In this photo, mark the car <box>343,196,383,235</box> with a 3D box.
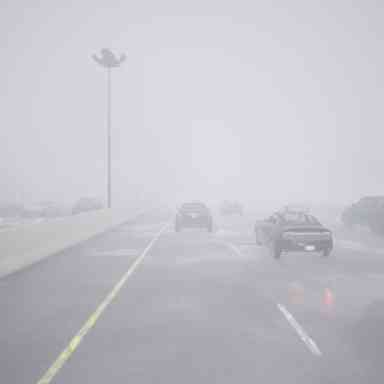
[{"bbox_3d":[10.600,1.223,18.805,2.150,2.045,5.566,0,0,0],"label":"car"}]

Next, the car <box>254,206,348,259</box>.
[{"bbox_3d":[3.601,1.492,12.583,2.128,1.511,4.902,0,0,0],"label":"car"}]

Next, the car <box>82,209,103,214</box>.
[{"bbox_3d":[-10.594,1.354,33.851,2.097,1.767,4.553,0,0,0],"label":"car"}]

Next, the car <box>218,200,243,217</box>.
[{"bbox_3d":[3.602,1.493,31.312,2.128,1.511,4.902,0,0,0],"label":"car"}]

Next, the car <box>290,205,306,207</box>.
[{"bbox_3d":[7.103,1.602,23.494,1.895,1.301,4.718,0,0,0],"label":"car"}]

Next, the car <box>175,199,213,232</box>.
[{"bbox_3d":[0.103,1.353,20.341,2.097,1.767,4.553,0,0,0],"label":"car"}]

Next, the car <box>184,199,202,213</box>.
[{"bbox_3d":[0.103,1.550,39.087,2.033,1.411,5.357,0,0,0],"label":"car"}]
